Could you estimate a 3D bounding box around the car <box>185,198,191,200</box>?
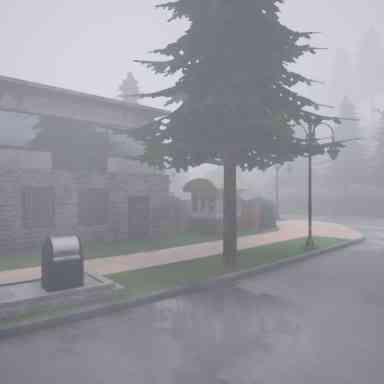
[{"bbox_3d":[0.342,1.367,33.285,4.674,1.442,1.812,0,0,42],"label":"car"}]
